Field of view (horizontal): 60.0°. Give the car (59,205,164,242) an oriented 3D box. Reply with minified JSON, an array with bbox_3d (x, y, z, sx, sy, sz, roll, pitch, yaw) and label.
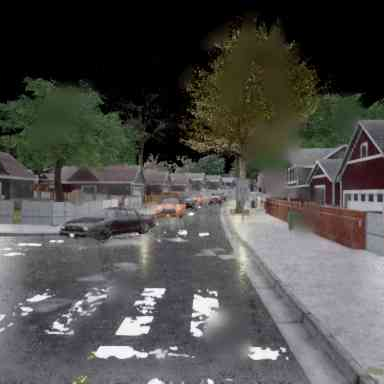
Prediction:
[{"bbox_3d":[-3.865,1.506,16.521,2.033,1.411,5.357,0,-1,28],"label":"car"}]

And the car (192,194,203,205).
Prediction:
[{"bbox_3d":[0.554,1.105,51.399,2.097,1.767,4.553,0,1,8],"label":"car"}]

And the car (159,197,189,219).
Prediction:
[{"bbox_3d":[-1.720,1.280,28.616,2.097,1.767,4.553,0,0,4],"label":"car"}]

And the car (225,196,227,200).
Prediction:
[{"bbox_3d":[6.135,1.176,69.173,1.895,1.301,4.718,0,1,10],"label":"car"}]

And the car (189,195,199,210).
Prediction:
[{"bbox_3d":[-0.659,1.436,40.982,1.895,1.301,4.718,0,0,6],"label":"car"}]

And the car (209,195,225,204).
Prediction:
[{"bbox_3d":[4.012,1.241,55.351,1.812,1.442,4.674,0,0,8],"label":"car"}]
